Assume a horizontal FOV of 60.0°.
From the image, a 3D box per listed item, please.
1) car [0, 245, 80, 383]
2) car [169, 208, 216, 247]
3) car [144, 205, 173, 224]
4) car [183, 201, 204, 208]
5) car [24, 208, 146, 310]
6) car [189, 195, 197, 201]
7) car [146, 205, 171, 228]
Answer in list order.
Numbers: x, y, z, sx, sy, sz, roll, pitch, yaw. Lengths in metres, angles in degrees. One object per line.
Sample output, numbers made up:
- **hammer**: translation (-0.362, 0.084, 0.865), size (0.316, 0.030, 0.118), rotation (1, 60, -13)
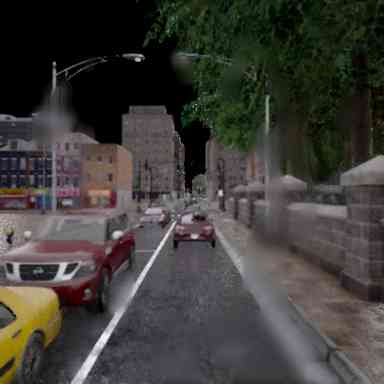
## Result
- **car**: translation (-2.641, 1.548, 2.687), size (1.752, 1.417, 4.829), rotation (0, 0, 0)
- **car**: translation (0.105, 1.652, 15.623), size (1.812, 1.442, 4.674), rotation (0, -1, 0)
- **car**: translation (-2.632, 1.783, 27.327), size (1.947, 1.339, 4.313), rotation (0, 0, 0)
- **car**: translation (0.108, 1.803, 30.040), size (1.994, 1.385, 4.181), rotation (0, 0, 0)
- **car**: translation (-2.639, 1.380, 8.129), size (2.192, 1.841, 5.009), rotation (0, 0, 0)
- **car**: translation (0.304, 2.120, 79.539), size (1.812, 1.442, 4.674), rotation (0, 0, 0)
- **car**: translation (-2.633, 1.770, 23.664), size (1.802, 1.307, 4.206), rotation (0, 0, 0)
